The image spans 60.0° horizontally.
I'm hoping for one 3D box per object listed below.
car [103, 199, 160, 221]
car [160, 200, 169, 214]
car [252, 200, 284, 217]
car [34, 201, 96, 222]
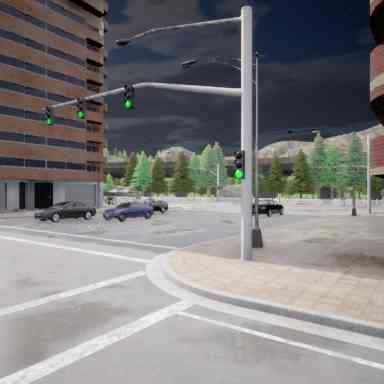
[{"bbox_3d":[-5.059,1.526,27.060,1.812,1.442,4.674,0,0,36],"label":"car"},{"bbox_3d":[-4.431,1.492,33.860,2.128,1.511,4.902,0,0,36],"label":"car"},{"bbox_3d":[7.151,1.478,31.720,1.882,1.535,5.008,0,0,36],"label":"car"},{"bbox_3d":[-9.918,1.505,26.322,1.837,1.490,4.892,0,0,36],"label":"car"}]
